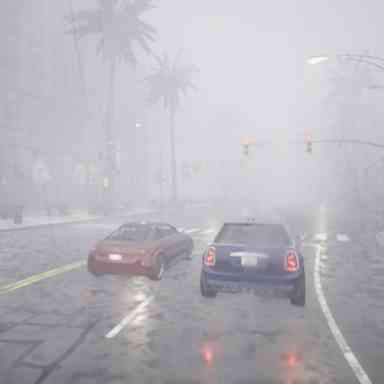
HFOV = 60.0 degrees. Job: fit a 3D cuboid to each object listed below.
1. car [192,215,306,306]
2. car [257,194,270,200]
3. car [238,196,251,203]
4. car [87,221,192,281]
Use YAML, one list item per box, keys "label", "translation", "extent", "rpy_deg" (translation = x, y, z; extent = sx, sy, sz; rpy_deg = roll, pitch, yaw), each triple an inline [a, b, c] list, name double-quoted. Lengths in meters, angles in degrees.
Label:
- label: "car"
  translation: [1.710, 1.357, 8.434]
  extent: [2.097, 1.767, 4.553]
  rpy_deg: [0, 0, 17]
- label: "car"
  translation: [19.273, 1.409, 91.018]
  extent: [2.185, 1.767, 4.553]
  rpy_deg: [0, 0, 21]
- label: "car"
  translation: [11.140, 1.555, 70.651]
  extent: [2.161, 1.482, 4.786]
  rpy_deg: [0, 0, 21]
- label: "car"
  translation: [-1.325, 1.570, 10.096]
  extent: [1.994, 1.385, 4.181]
  rpy_deg: [0, 0, 16]
